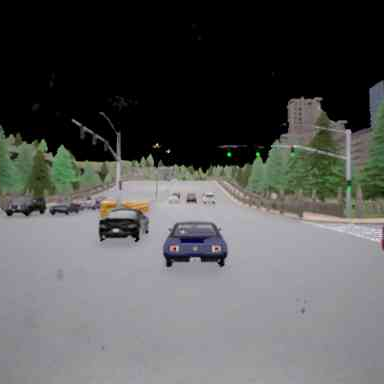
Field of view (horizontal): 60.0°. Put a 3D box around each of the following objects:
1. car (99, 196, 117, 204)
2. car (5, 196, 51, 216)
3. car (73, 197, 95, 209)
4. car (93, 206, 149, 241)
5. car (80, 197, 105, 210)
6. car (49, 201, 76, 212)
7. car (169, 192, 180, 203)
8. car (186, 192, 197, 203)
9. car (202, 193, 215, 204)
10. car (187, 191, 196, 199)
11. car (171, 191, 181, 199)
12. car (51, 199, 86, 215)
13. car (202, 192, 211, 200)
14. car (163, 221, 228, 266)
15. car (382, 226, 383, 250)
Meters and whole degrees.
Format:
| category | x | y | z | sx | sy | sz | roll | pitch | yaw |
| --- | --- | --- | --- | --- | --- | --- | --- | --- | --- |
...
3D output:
| category | x | y | z | sx | sy | sz | roll | pitch | yaw |
| --- | --- | --- | --- | --- | --- | --- | --- | --- | --- |
| car | -14.047 | 1.777 | 56.972 | 1.882 | 1.535 | 5.008 | 0 | 1 | 0 |
| car | -17.598 | 1.456 | 35.621 | 2.150 | 2.045 | 5.566 | 0 | 0 | 0 |
| car | -17.532 | 1.683 | 54.160 | 2.097 | 1.767 | 4.553 | 0 | 0 | 0 |
| car | -3.398 | 1.592 | 17.341 | 1.882 | 1.535 | 5.008 | 0 | 0 | 0 |
| car | -14.070 | 1.833 | 46.787 | 1.812 | 1.442 | 4.674 | 0 | 0 | 0 |
| car | -17.573 | 1.899 | 45.383 | 1.895 | 1.301 | 4.718 | 0 | 0 | 0 |
| car | -3.603 | 1.452 | 67.286 | 1.812 | 1.442 | 4.674 | 0 | 3 | 0 |
| car | -0.103 | 1.276 | 67.340 | 2.097 | 1.767 | 4.553 | 0 | 3 | 0 |
| car | 3.404 | 1.219 | 65.968 | 2.150 | 2.045 | 5.566 | 0 | 3 | 0 |
| car | -0.158 | 0.671 | 77.527 | 2.128 | 1.511 | 4.902 | 0 | 6 | 0 |
| car | -3.658 | 0.671 | 77.508 | 2.128 | 1.511 | 4.902 | 0 | 6 | 0 |
| car | -14.091 | 1.793 | 37.383 | 2.033 | 1.411 | 5.357 | 0 | 0 | 0 |
| car | 3.348 | 0.848 | 76.431 | 1.895 | 1.301 | 4.718 | 0 | 6 | 0 |
| car | 0.101 | 1.679 | 11.788 | 1.895 | 1.301 | 4.718 | 0 | 0 | 0 |
| car | 8.672 | 1.293 | 10.955 | 5.566 | 2.045 | 2.150 | 0 | -2 | -29 |
